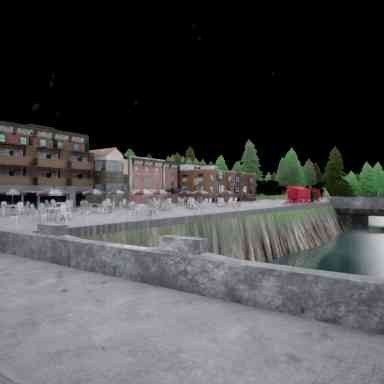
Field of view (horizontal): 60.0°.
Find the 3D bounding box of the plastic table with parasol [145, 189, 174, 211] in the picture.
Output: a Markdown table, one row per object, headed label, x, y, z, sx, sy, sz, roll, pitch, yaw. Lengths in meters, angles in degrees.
| label | x | y | z | sx | sy | sz | roll | pitch | yaw |
| --- | --- | --- | --- | --- | --- | --- | --- | --- | --- |
| plastic table with parasol | -3.888 | 0.925 | 39.812 | 2.482 | 2.480 | 2.482 | 0 | 0 | 35 |
